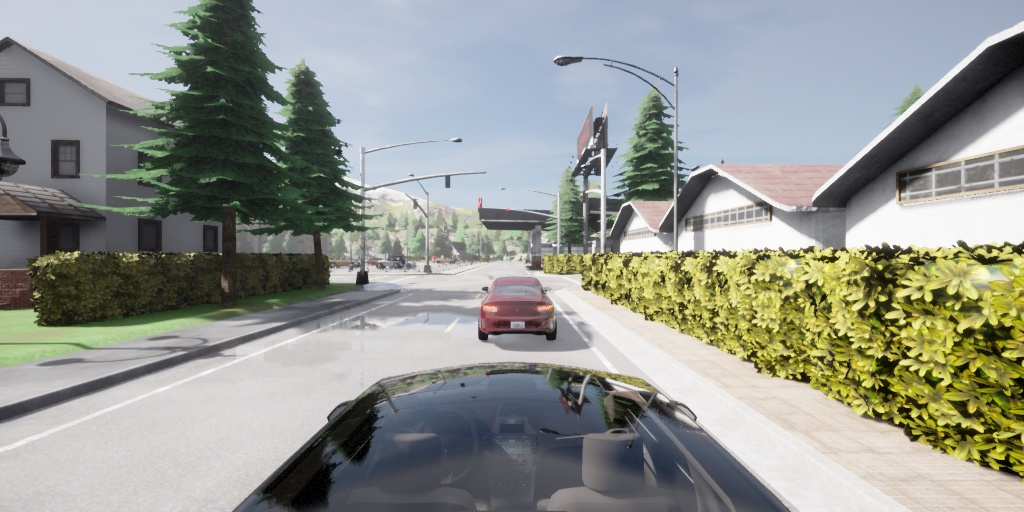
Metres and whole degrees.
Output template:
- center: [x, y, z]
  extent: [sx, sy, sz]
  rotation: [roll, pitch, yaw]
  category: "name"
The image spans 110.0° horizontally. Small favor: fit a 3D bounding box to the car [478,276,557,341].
- center: [0.127, 1.276, 9.791]
  extent: [1.812, 1.442, 4.674]
  rotation: [0, 0, 0]
  category: "car"
